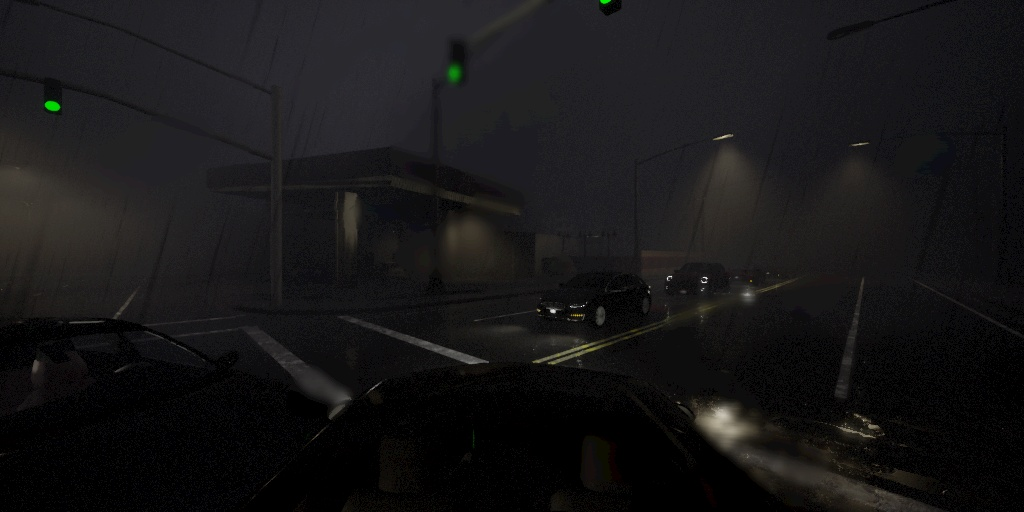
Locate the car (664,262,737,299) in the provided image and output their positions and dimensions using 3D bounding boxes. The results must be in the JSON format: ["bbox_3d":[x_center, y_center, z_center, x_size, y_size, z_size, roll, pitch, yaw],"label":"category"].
[{"bbox_3d":[9.610,1.102,18.397,2.097,1.767,4.553,0,0,45],"label":"car"}]

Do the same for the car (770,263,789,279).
[{"bbox_3d":[23.586,1.314,32.446,4.181,1.385,1.994,0,0,-45],"label":"car"}]

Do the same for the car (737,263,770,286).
[{"bbox_3d":[16.495,1.314,25.349,1.994,1.385,4.181,0,0,44],"label":"car"}]

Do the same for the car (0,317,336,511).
[{"bbox_3d":[-3.435,1.242,2.455,4.902,1.511,2.128,0,0,15],"label":"car"}]

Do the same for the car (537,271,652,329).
[{"bbox_3d":[2.812,1.255,11.510,1.837,1.490,4.892,0,0,44],"label":"car"}]
